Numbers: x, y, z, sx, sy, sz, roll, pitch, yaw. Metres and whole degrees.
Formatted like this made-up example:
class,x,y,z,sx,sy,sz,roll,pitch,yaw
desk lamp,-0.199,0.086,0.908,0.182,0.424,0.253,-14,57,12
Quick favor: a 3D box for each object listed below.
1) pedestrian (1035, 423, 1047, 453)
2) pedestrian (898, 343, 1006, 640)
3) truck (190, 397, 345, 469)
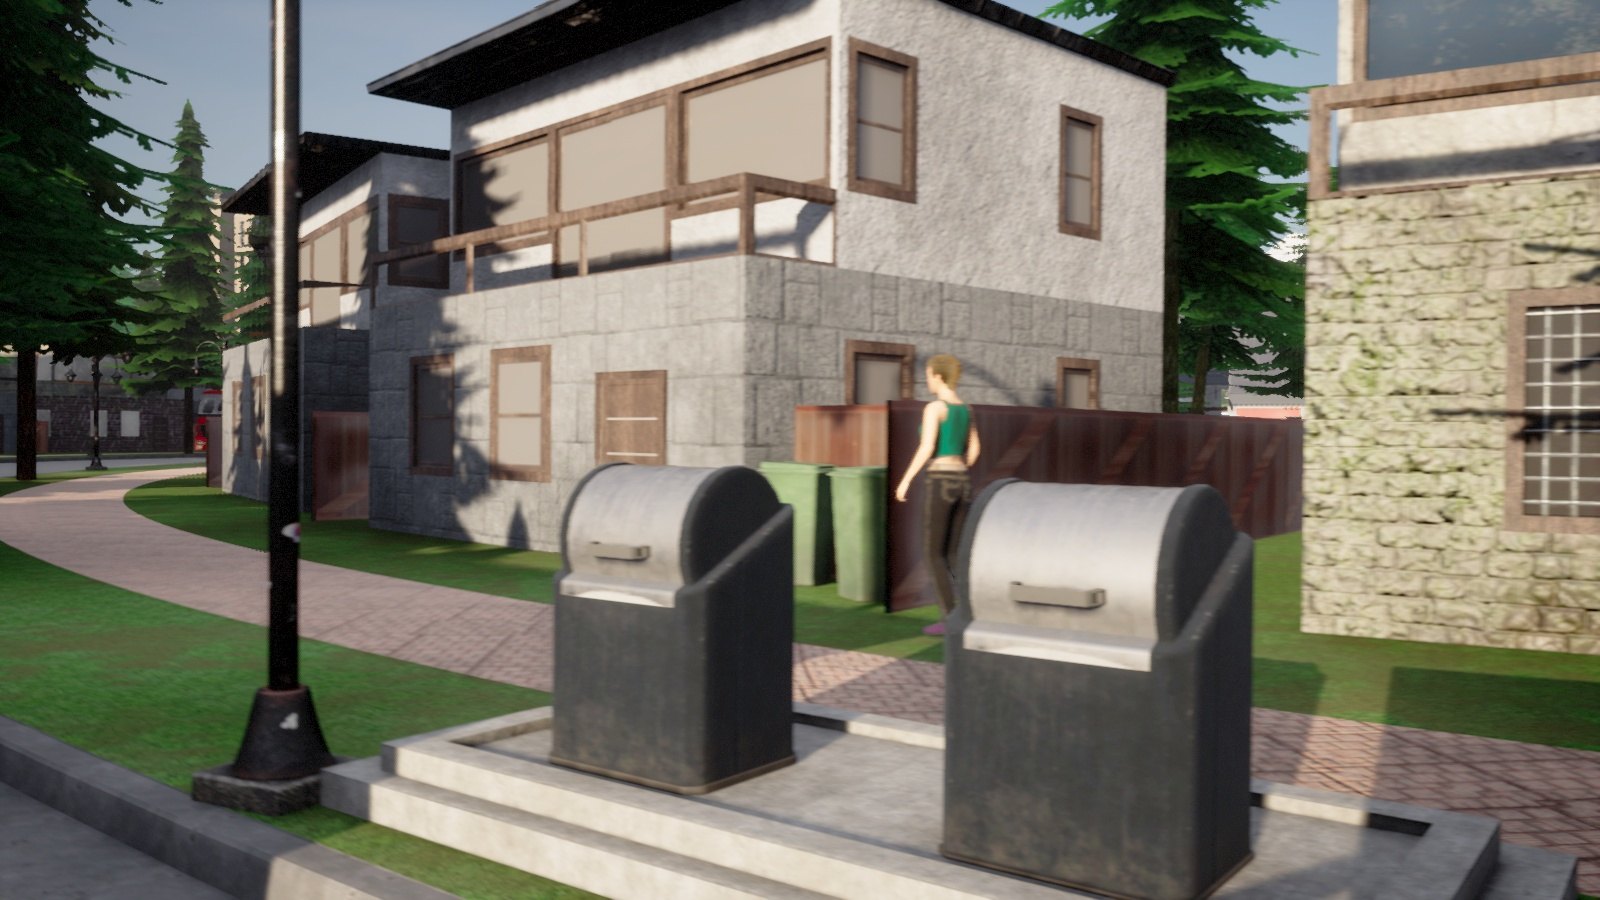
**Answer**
class,x,y,z,sx,sy,sz,roll,pitch,yaw
pedestrian,14.445,-0.718,75.220,0.634,1.846,0.331,0,1,26
pedestrian,0.977,0.253,8.105,0.345,1.836,0.594,-1,1,-42
truck,-26.986,-0.867,64.188,2.891,3.462,7.936,0,1,16
